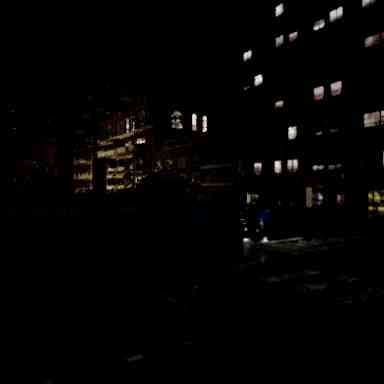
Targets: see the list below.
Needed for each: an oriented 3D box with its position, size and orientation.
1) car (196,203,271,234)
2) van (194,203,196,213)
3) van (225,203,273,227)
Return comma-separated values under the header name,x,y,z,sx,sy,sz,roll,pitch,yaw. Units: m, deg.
name,x,y,z,sx,sy,sz,roll,pitch,yaw
car,2.610,1.787,21.771,2.097,1.767,4.553,1,-1,-36
van,1.571,1.986,33.016,1.690,1.788,3.998,-1,-1,-36
van,4.829,1.896,28.537,1.690,1.788,3.998,-1,-1,-36
